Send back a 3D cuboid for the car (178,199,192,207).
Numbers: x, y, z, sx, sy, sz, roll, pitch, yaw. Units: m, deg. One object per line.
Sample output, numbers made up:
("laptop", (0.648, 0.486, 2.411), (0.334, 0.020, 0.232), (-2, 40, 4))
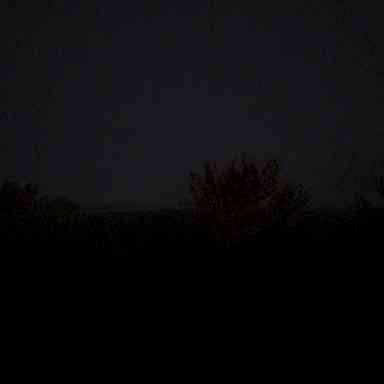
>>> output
("car", (-0.485, 2.026, 60.575), (2.128, 1.511, 4.902), (-1, -1, 36))
